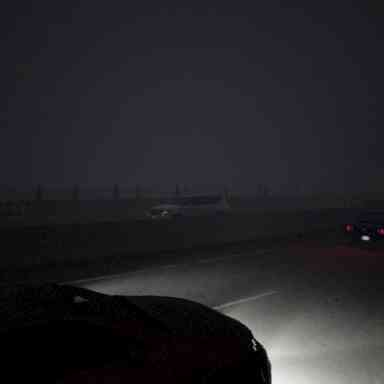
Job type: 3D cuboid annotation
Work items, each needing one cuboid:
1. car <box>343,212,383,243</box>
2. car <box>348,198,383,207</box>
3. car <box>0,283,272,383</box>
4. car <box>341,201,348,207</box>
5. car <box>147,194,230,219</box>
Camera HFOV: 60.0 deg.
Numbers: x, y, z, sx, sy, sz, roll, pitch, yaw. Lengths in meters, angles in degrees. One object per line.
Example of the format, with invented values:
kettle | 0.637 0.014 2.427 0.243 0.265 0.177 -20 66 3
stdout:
car | 8.640 1.514 14.436 4.718 1.301 1.895 0 0 -36
car | 15.785 1.339 28.619 4.892 1.490 1.837 0 0 -36
car | -1.250 1.562 2.887 4.181 1.385 1.994 0 0 -36
car | 20.139 1.377 40.476 4.718 1.301 1.895 0 0 -36
car | -0.088 1.158 21.295 5.566 2.045 2.150 0 0 -36
